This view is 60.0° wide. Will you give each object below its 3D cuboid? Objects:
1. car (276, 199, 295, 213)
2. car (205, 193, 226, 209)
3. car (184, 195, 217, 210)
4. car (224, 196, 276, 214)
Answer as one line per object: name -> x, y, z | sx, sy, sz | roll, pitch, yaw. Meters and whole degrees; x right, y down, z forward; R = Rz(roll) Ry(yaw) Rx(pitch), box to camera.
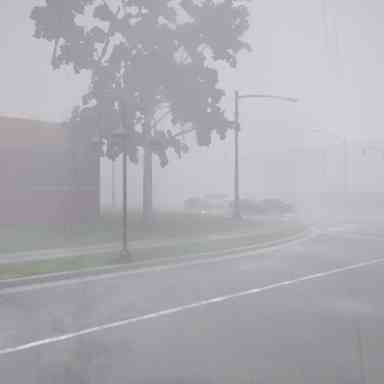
car -> 9.086, 1.505, 36.801 | 1.837, 1.490, 4.892 | 0, 0, -34
car -> 3.615, 1.221, 45.003 | 2.150, 2.045, 5.566 | 0, 0, -34
car -> 0.747, 1.505, 42.987 | 1.837, 1.490, 4.892 | 0, 0, -33
car -> 6.016, 1.478, 35.097 | 1.882, 1.535, 5.008 | 0, 0, -34
